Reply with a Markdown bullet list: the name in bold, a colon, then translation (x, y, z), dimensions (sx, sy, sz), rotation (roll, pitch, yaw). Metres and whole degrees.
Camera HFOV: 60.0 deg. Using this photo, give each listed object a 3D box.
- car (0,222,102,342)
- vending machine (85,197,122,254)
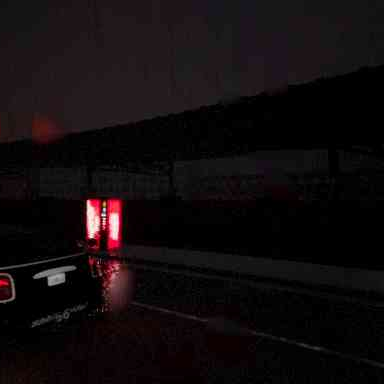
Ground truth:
- **car**: translation (-3.876, 1.384, 6.259), dimensions (4.553, 1.767, 2.097), rotation (-1, 0, 32)
- **vending machine**: translation (-3.442, 1.263, 13.003), dimensions (0.880, 2.100, 1.100), rotation (0, -1, 30)
